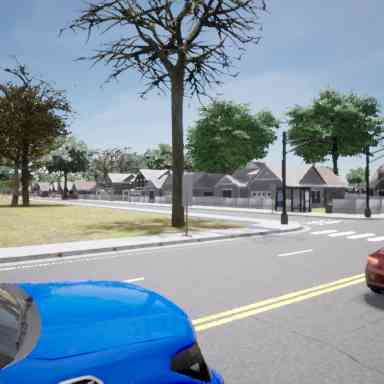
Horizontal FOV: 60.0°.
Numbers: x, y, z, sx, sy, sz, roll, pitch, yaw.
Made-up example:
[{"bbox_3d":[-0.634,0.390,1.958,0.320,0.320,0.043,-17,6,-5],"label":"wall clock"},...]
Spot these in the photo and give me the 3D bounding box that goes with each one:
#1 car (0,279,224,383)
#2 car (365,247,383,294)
[{"bbox_3d":[-2.398,1.221,1.730,5.566,2.045,2.150,0,0,-36],"label":"car"},{"bbox_3d":[5.678,1.523,7.464,4.674,1.442,1.812,0,0,-36],"label":"car"}]
